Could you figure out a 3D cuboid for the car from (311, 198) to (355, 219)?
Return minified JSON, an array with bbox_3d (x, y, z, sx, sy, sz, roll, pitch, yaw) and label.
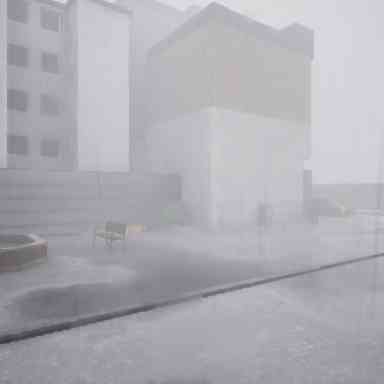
[{"bbox_3d":[12.029,1.352,29.664,2.097,1.767,4.553,0,0,-35],"label":"car"}]
